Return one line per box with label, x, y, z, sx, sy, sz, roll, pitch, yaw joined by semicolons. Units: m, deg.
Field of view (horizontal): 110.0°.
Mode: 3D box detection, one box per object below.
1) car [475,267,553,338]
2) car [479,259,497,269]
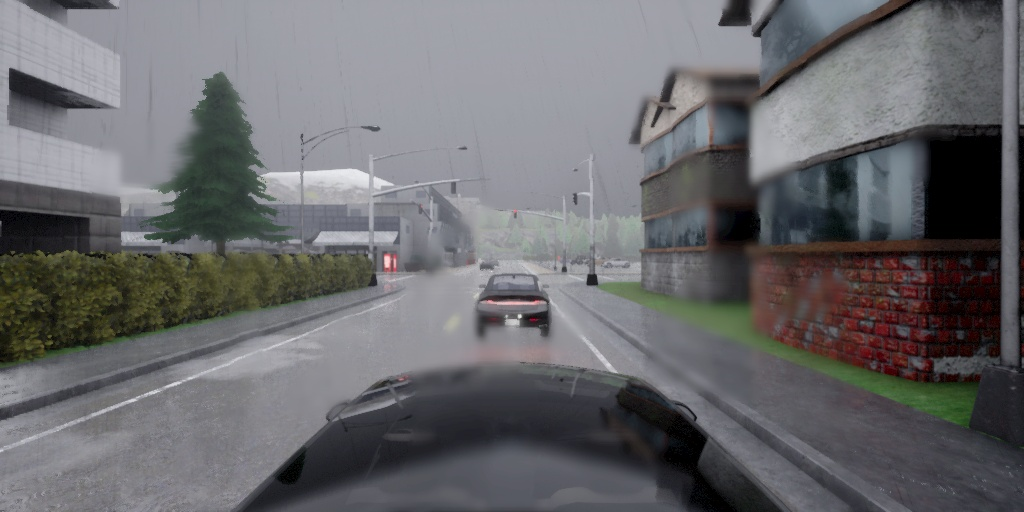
car;0.056;1.240;10.165;2.128;1.511;4.902;0;0;0
car;-3.586;1.341;51.136;1.895;1.301;4.718;0;0;0
